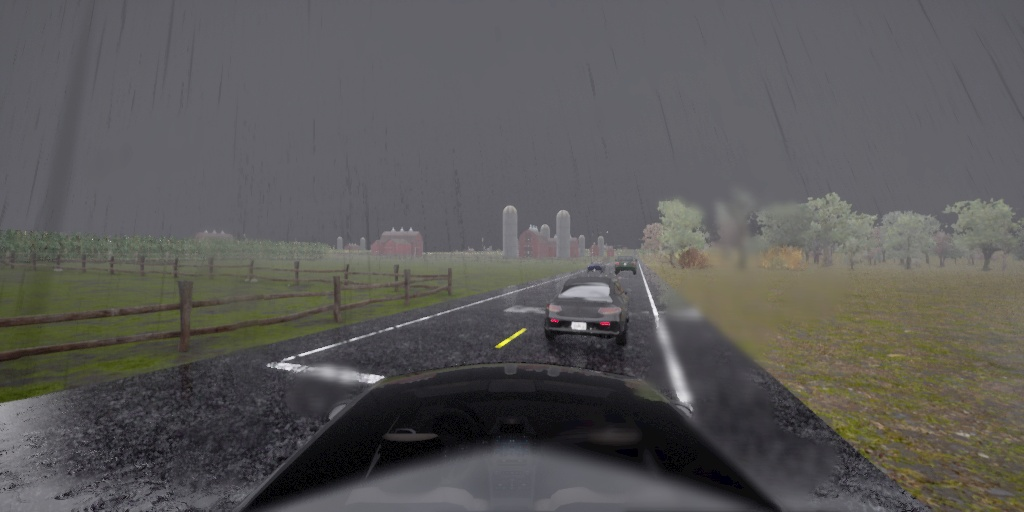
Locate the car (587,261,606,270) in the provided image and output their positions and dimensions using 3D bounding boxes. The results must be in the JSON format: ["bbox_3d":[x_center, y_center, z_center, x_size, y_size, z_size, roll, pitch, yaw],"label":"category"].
[{"bbox_3d":[10.339,1.324,43.911,1.895,1.301,4.718,0,0,19],"label":"car"}]

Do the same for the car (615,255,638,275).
[{"bbox_3d":[12.553,0.946,39.474,2.150,2.045,5.566,0,0,20],"label":"car"}]

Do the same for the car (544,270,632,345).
[{"bbox_3d":[2.127,1.270,9.533,1.812,1.442,4.674,0,0,19],"label":"car"}]
